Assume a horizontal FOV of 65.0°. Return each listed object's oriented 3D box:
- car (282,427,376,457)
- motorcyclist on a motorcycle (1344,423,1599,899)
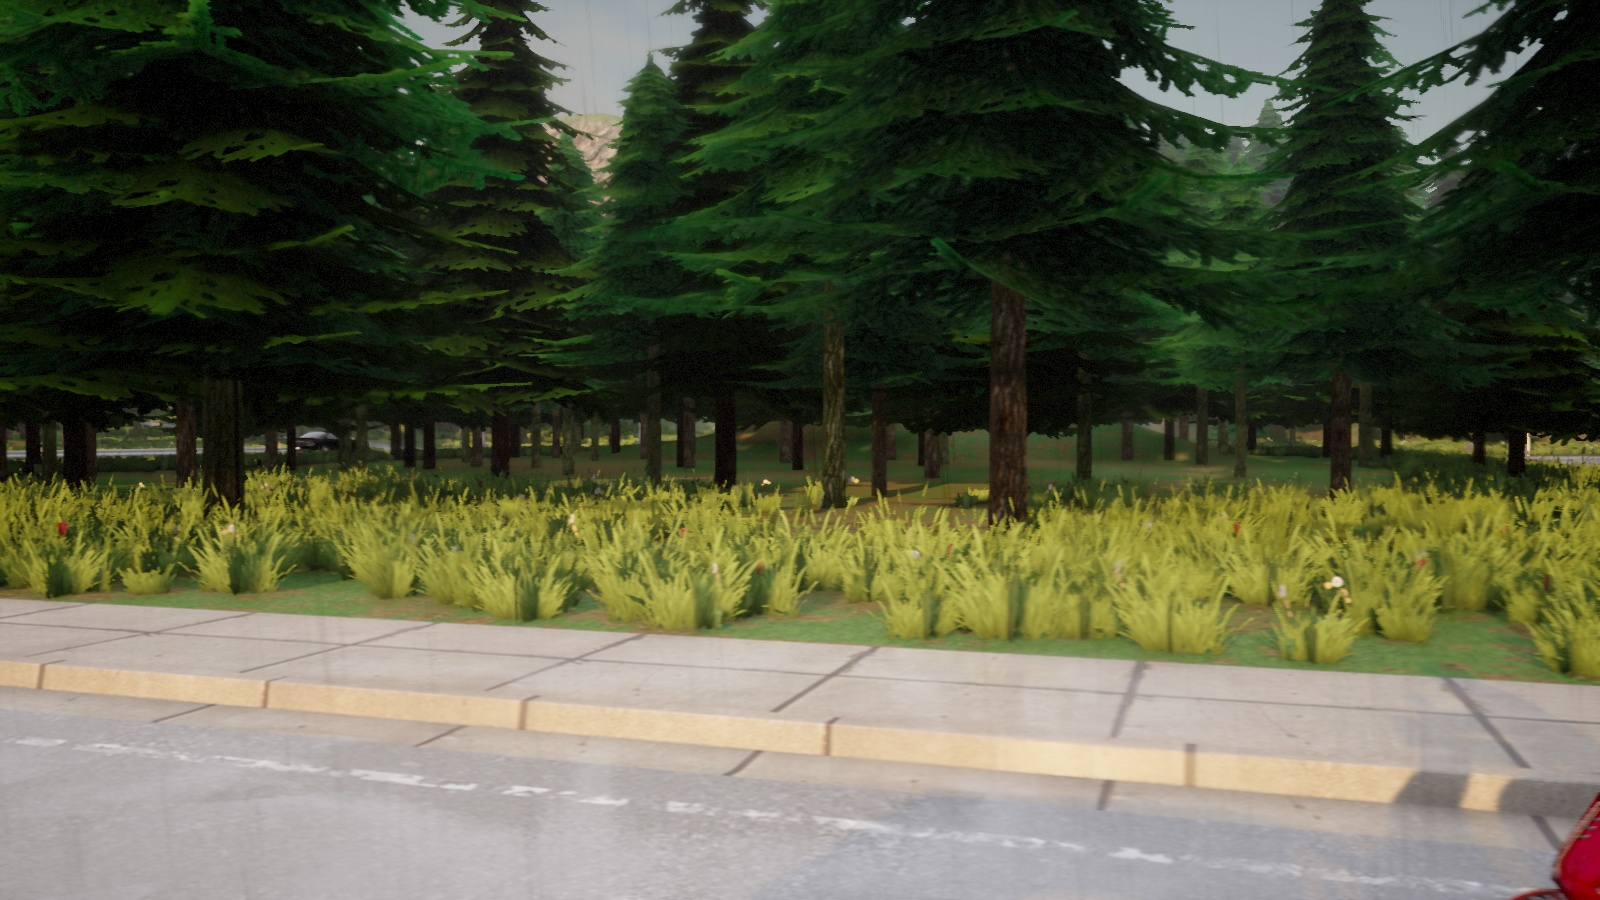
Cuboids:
[{"bbox_3d":[-25.147,-0.470,67.240,1.882,1.535,5.008,1,1,20],"label":"car"},{"bbox_3d":[2.127,0.749,2.516,1.817,1.590,0.866,1,1,18],"label":"motorcyclist on a motorcycle"}]
